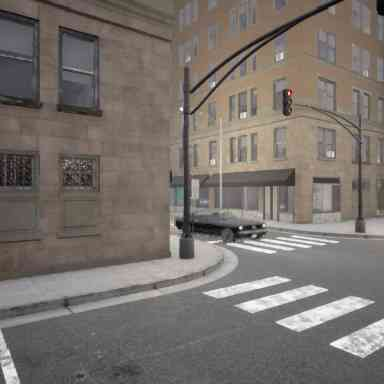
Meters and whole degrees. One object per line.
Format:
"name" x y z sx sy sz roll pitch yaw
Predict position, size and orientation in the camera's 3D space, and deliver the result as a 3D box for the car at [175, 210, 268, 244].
"car" 1.259 1.533 15.727 1.895 1.301 4.718 0 0 -38
